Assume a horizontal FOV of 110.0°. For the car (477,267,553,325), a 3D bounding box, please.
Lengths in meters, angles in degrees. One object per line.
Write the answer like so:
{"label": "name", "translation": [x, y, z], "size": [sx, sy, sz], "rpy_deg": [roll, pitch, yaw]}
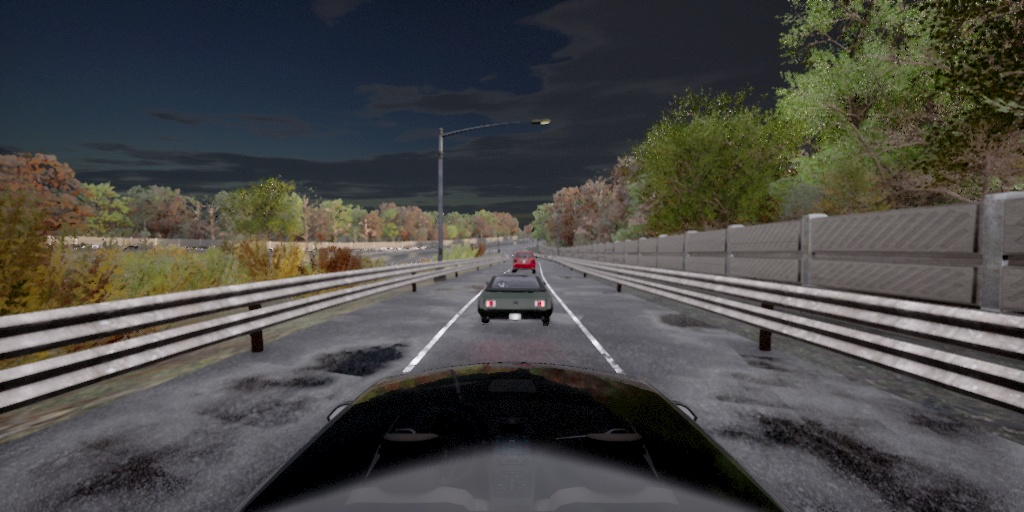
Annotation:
{"label": "car", "translation": [0.121, 1.167, 10.974], "size": [1.895, 1.301, 4.718], "rpy_deg": [0, 1, 1]}

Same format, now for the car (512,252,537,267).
{"label": "car", "translation": [1.231, 0.591, 34.481], "size": [2.150, 2.045, 5.566], "rpy_deg": [0, 1, 4]}
